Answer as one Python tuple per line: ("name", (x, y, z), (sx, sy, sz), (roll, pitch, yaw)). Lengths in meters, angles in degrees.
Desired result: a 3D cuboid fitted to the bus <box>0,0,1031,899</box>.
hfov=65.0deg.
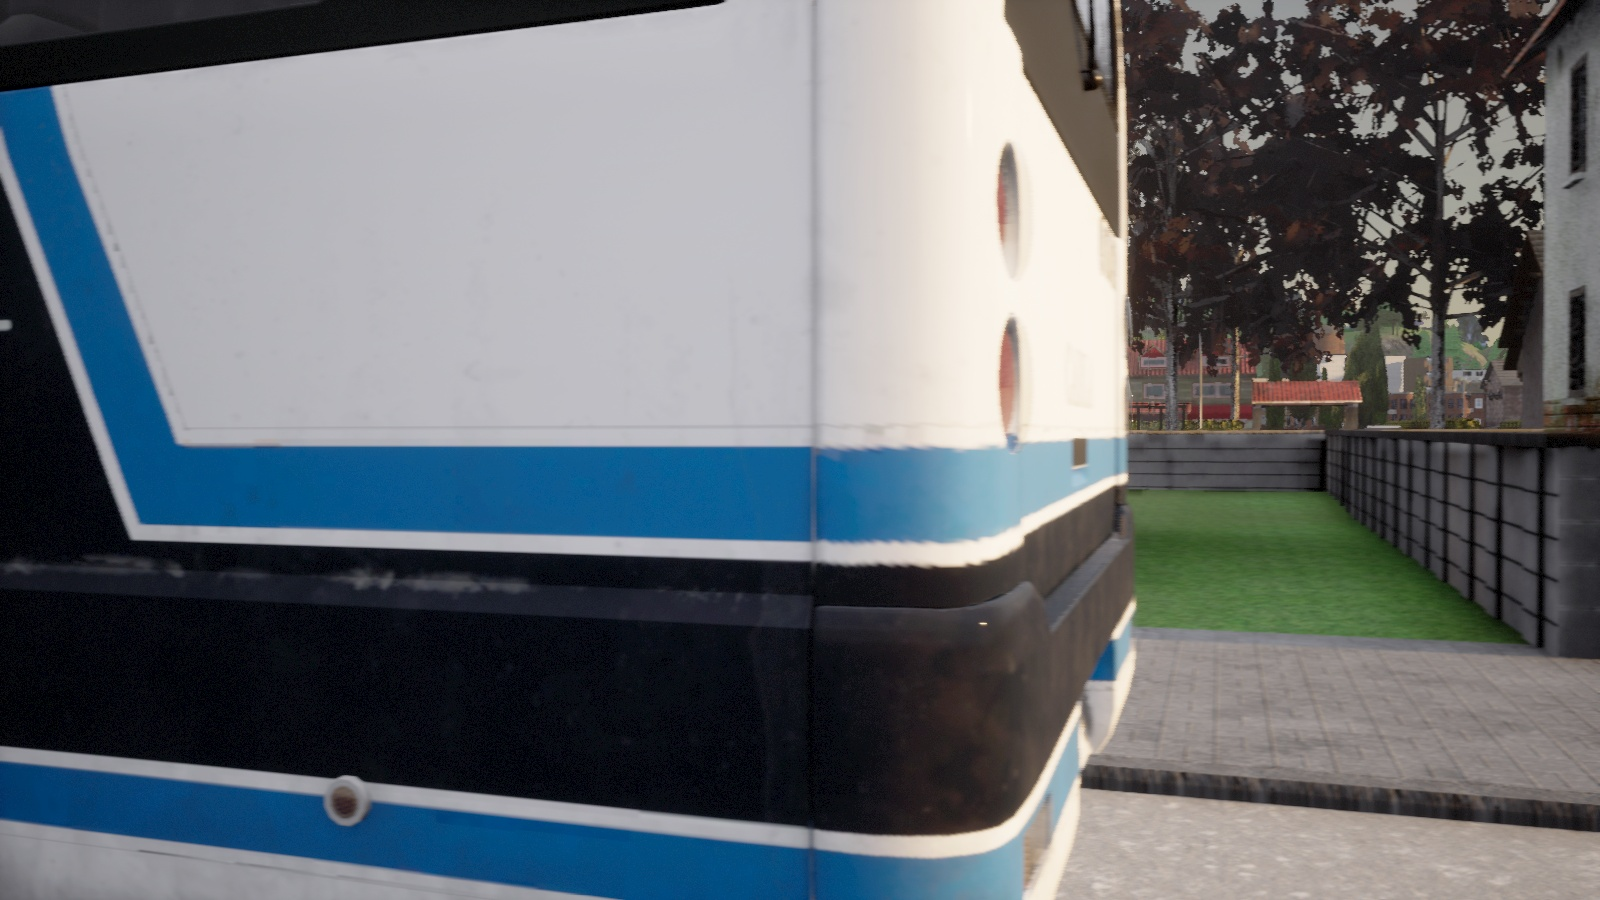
("bus", (-4.502, -0.650, 5.215), (10.273, 4.253, 3.944), (1, 1, 19))
